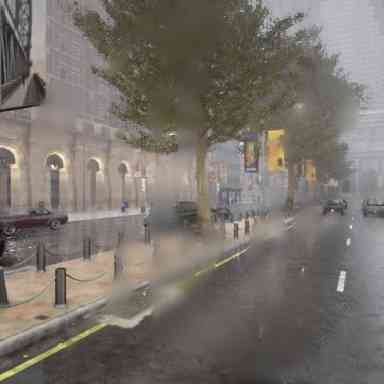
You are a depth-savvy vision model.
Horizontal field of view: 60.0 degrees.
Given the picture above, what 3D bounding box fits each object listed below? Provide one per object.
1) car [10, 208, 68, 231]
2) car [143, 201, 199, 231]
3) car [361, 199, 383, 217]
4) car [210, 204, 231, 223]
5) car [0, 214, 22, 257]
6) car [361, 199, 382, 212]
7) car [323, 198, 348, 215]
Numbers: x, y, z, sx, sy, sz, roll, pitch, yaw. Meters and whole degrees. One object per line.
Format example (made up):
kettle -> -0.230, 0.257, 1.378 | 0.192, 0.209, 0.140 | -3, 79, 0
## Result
car -> -9.456, 1.595, 18.837 | 1.895, 1.301, 4.718 | 0, 0, 26
car -> -1.082, 1.351, 20.732 | 2.097, 1.767, 4.553 | 0, 0, 27
car -> 16.964, 1.492, 30.923 | 2.128, 1.511, 4.902 | 0, 0, 27
car -> 1.559, 1.601, 25.835 | 1.994, 1.385, 4.181 | 0, 0, 26
car -> -7.262, 1.493, 8.309 | 2.128, 1.511, 4.902 | 0, 0, 26
car -> 21.298, 1.547, 39.649 | 2.033, 1.411, 5.357 | 0, 0, 27
car -> 14.370, 1.505, 33.549 | 1.837, 1.490, 4.892 | 0, 0, 27
